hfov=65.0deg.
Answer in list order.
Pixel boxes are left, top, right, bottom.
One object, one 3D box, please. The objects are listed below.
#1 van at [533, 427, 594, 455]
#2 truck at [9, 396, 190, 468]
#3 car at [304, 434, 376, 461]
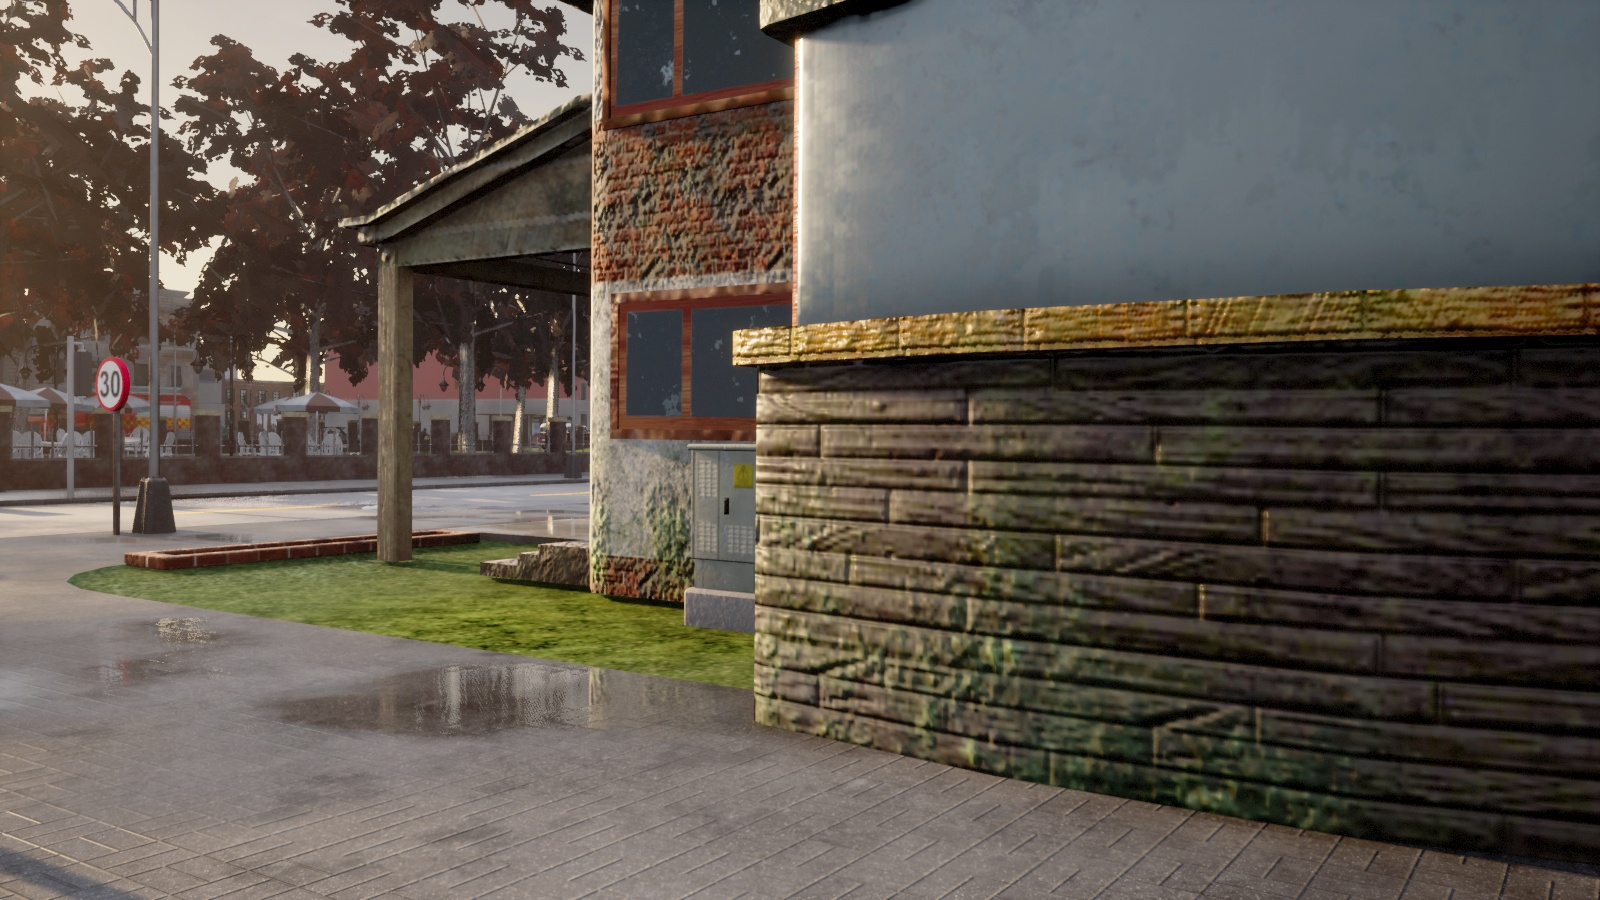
[{"bbox_3d":[-18.045,-0.693,96.037,2.069,2.038,4.480,0,1,34],"label":"van"},{"bbox_3d":[-39.381,-1.045,70.958,2.891,3.827,8.468,0,1,33],"label":"truck"},{"bbox_3d":[-29.045,-0.191,79.378,1.851,1.617,3.988,0,1,33],"label":"car"}]
